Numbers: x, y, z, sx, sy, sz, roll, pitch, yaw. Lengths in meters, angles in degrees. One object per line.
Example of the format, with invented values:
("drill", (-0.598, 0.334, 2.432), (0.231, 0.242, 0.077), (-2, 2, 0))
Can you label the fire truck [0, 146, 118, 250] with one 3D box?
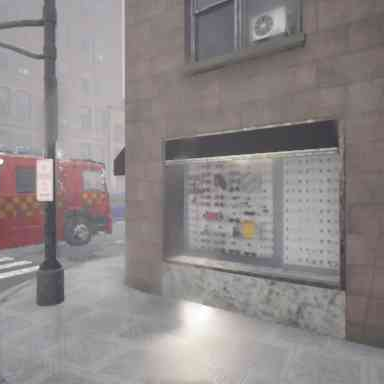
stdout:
("fire truck", (-6.894, 0.291, 11.494), (2.891, 3.827, 8.468), (0, 1, 36))

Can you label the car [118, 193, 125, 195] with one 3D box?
("car", (-5.235, 1.068, 19.172), (2.150, 2.045, 5.566), (0, 0, 35))

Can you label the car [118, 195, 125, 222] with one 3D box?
("car", (-0.833, 1.135, 15.385), (2.192, 1.841, 5.009), (0, 1, 36))
